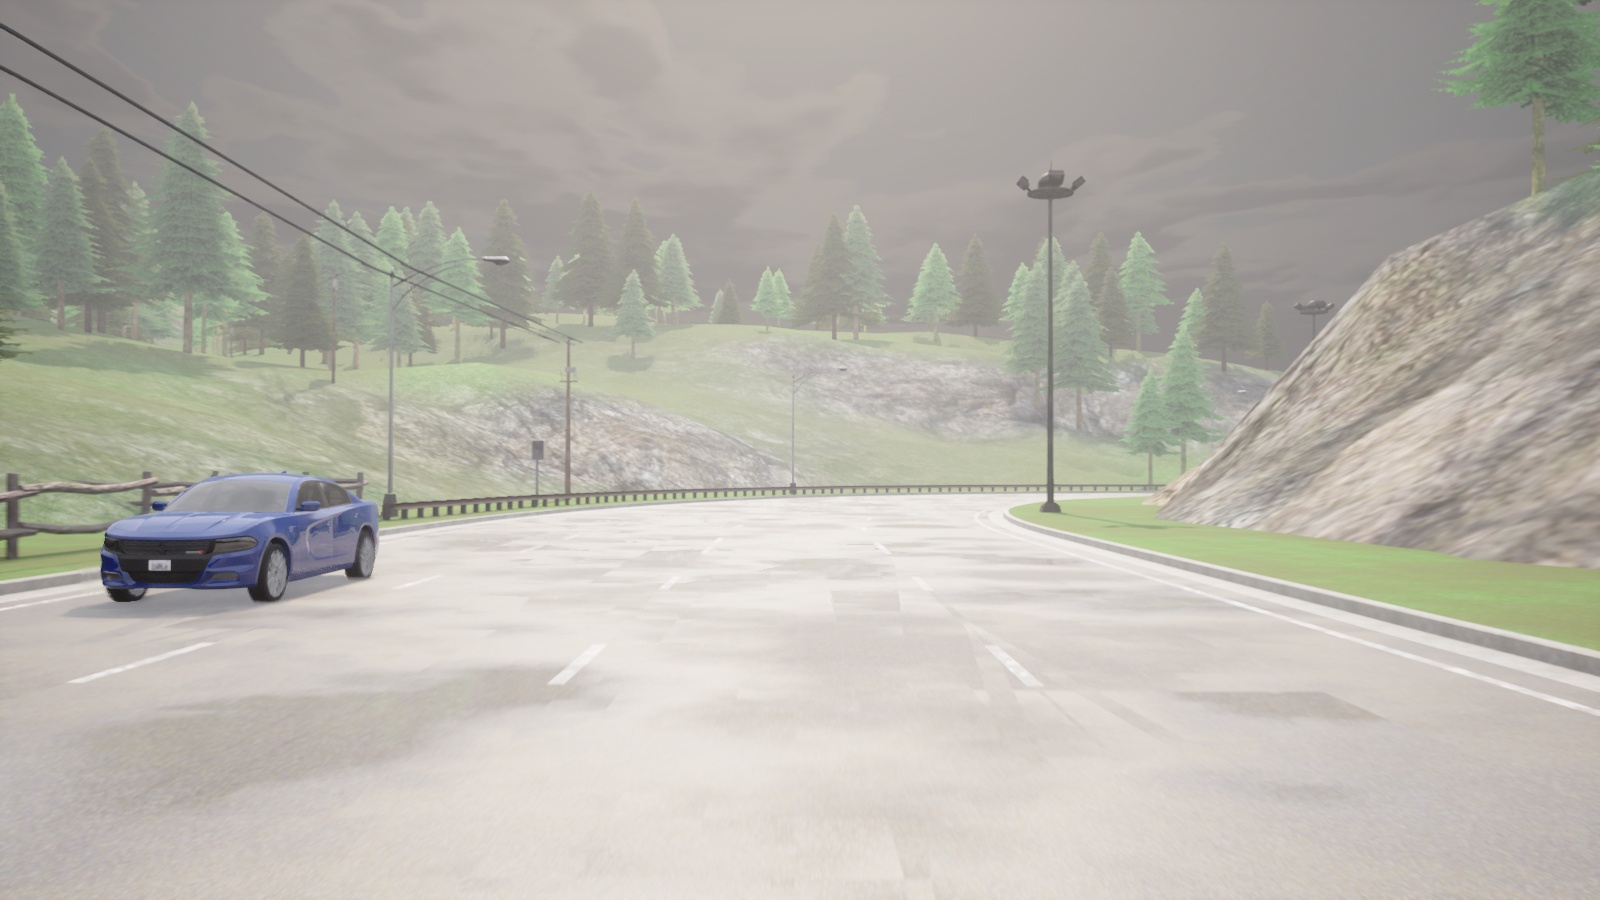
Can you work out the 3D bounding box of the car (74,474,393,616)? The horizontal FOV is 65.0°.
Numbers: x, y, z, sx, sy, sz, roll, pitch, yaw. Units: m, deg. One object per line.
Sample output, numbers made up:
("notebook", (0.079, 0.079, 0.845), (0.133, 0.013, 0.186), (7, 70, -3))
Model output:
("car", (-7.038, 1.094, 16.303), (1.882, 1.535, 5.008), (0, -1, 0))
